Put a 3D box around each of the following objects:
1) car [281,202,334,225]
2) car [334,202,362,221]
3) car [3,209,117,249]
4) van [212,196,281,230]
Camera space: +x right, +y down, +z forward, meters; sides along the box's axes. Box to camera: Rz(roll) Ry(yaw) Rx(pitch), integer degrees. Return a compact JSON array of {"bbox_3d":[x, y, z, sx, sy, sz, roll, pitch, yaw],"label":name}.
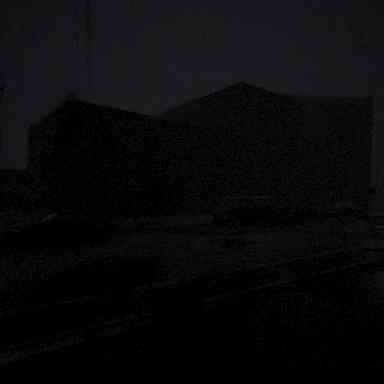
[{"bbox_3d":[7.819,1.510,24.261,4.792,1.488,2.163,0,0,-36],"label":"car"},{"bbox_3d":[12.276,1.527,27.477,4.674,1.452,2.002,0,-2,-36],"label":"car"},{"bbox_3d":[-5.628,1.502,14.625,4.674,1.452,2.002,0,0,-36],"label":"car"},{"bbox_3d":[3.258,1.248,20.992,4.442,1.987,1.878,0,0,-36],"label":"van"}]
